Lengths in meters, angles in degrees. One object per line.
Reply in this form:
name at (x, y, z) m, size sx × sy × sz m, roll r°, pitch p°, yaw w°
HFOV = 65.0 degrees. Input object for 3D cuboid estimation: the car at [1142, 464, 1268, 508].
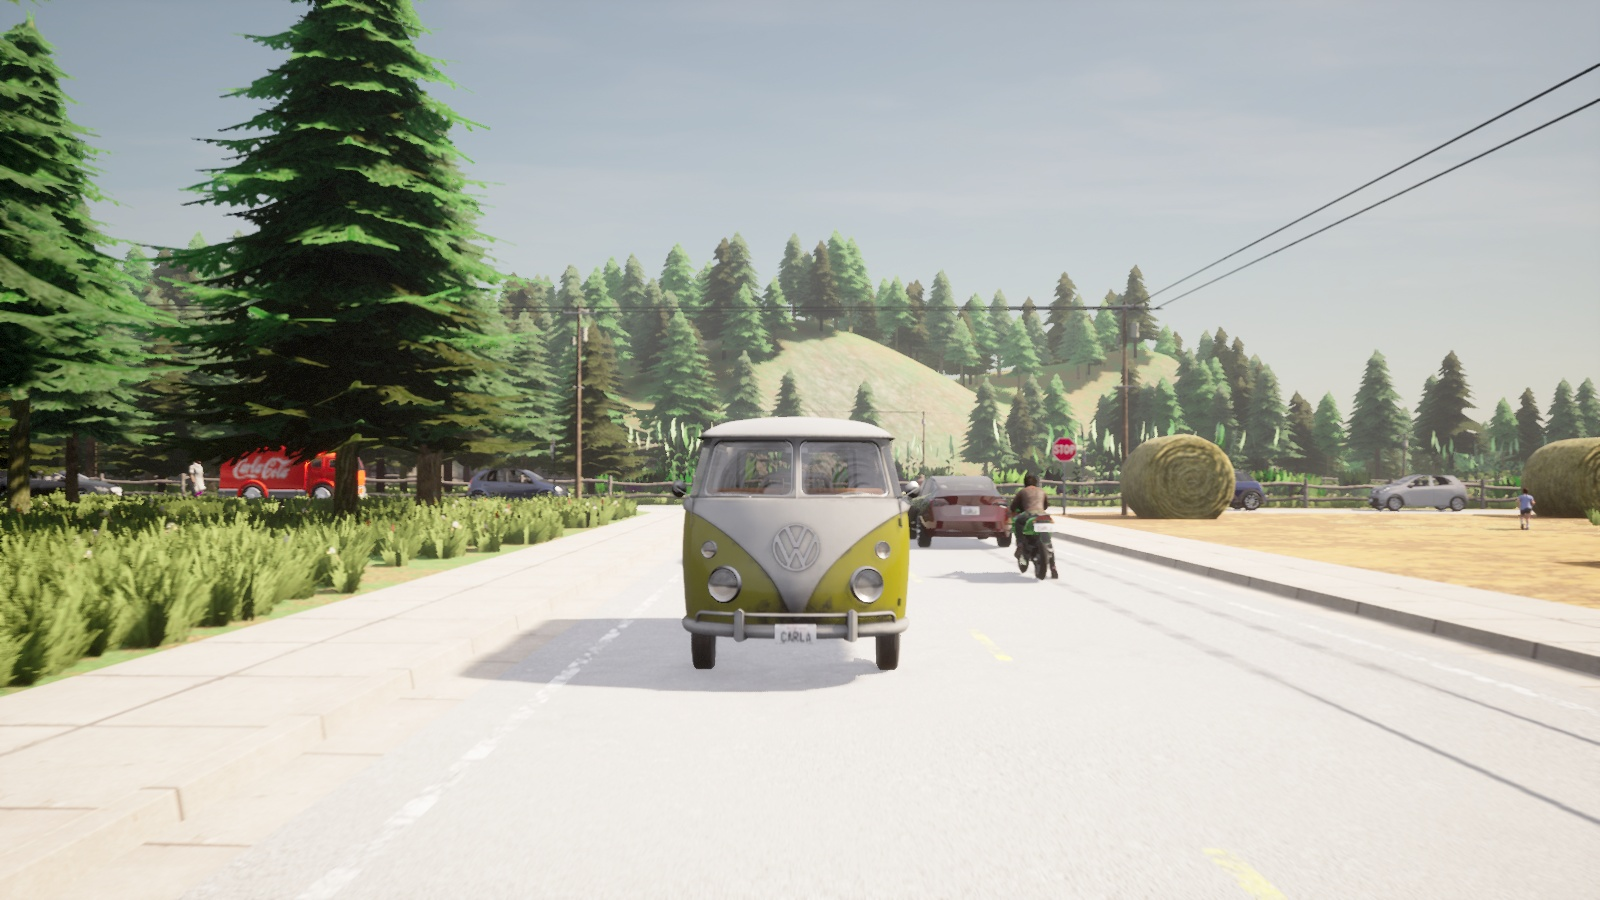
car at (16.700, 1.467, 51.945) m, size 4.553 × 1.767 × 2.097 m, roll 0°, pitch -1°, yaw 3°

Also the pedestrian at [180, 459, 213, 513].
pedestrian at (-22.017, 1.318, 45.814) m, size 0.873 × 1.952 × 0.659 m, roll 0°, pitch -1°, yaw 10°

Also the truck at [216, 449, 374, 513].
truck at (-20.079, 1.238, 50.122) m, size 5.204 × 2.467 × 2.627 m, roll 0°, pitch -1°, yaw 2°

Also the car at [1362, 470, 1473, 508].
car at (25.285, 1.582, 51.546) m, size 3.633 × 1.501 × 1.845 m, roll 0°, pitch -1°, yaw 3°

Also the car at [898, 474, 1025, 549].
car at (3.433, 1.278, 27.657) m, size 2.163 × 1.488 × 4.792 m, roll 0°, pitch -1°, yaw 0°

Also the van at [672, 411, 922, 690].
van at (-0.028, 0.763, 11.205) m, size 1.775 × 1.987 × 4.442 m, roll 0°, pitch -1°, yaw 0°

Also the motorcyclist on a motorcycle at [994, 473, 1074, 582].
motorcyclist on a motorcycle at (3.455, 1.106, 18.716) m, size 0.797 × 1.523 × 2.044 m, roll 0°, pitch -1°, yaw 0°

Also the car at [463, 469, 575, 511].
car at (-11.091, 1.580, 49.723) m, size 3.988 × 1.617 × 1.851 m, roll 0°, pitch -1°, yaw 3°

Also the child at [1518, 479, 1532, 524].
child at (18.096, 1.289, 31.351) m, size 0.255 × 1.110 × 0.394 m, roll -1°, pitch -1°, yaw 25°

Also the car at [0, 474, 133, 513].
car at (-29.717, 1.730, 50.300) m, size 4.902 × 1.511 × 2.128 m, roll 0°, pitch -1°, yaw 1°
